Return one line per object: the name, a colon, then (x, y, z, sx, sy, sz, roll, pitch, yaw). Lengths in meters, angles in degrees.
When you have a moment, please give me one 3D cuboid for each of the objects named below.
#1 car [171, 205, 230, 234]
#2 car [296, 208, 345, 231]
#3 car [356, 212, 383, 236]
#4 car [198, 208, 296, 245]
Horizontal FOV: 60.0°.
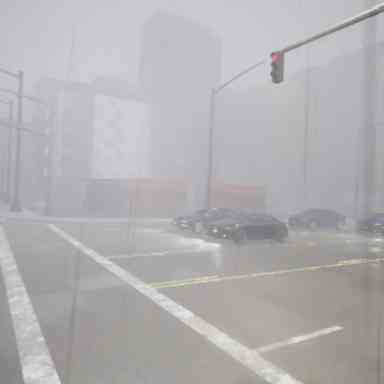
car: (1.138, 1.555, 19.462, 4.892, 1.490, 1.837, 3, 0, -32)
car: (9.252, 1.952, 24.597, 5.008, 1.535, 1.882, 3, 0, -32)
car: (13.440, 2.165, 23.109, 5.008, 1.535, 1.882, 3, 0, -32)
car: (2.748, 1.691, 16.339, 4.181, 1.385, 1.994, 3, 0, -32)
